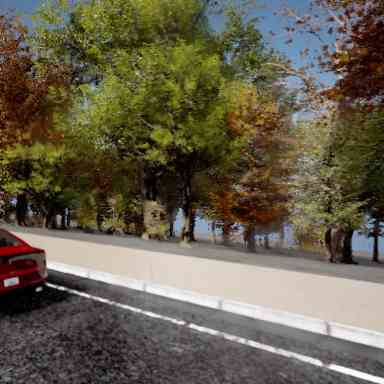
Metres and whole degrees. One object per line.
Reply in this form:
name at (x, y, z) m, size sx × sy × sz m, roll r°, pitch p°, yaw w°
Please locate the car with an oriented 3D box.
car at (-5.270, 1.461, 7.425) m, size 5.008 × 1.535 × 1.882 m, roll 0°, pitch 0°, yaw 35°
